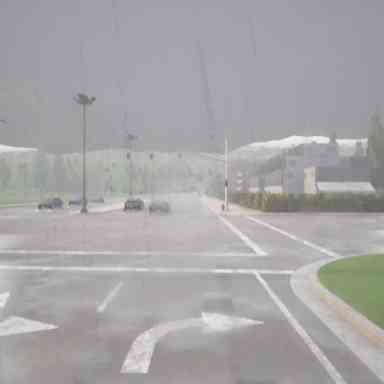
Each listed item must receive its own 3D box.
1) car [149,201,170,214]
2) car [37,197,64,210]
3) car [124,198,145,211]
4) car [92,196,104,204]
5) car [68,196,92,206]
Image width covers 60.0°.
[{"bbox_3d":[-3.350,1.582,35.340,1.895,1.301,4.718,0,0,0],"label":"car"},{"bbox_3d":[-18.515,1.481,43.713,1.837,1.490,4.892,0,0,0],"label":"car"},{"bbox_3d":[-6.845,1.470,39.759,2.128,1.511,4.902,0,0,0],"label":"car"},{"bbox_3d":[-18.413,1.492,64.265,1.812,1.442,4.674,0,0,1],"label":"car"},{"bbox_3d":[-18.484,1.449,54.166,1.882,1.535,5.008,0,0,1],"label":"car"}]
